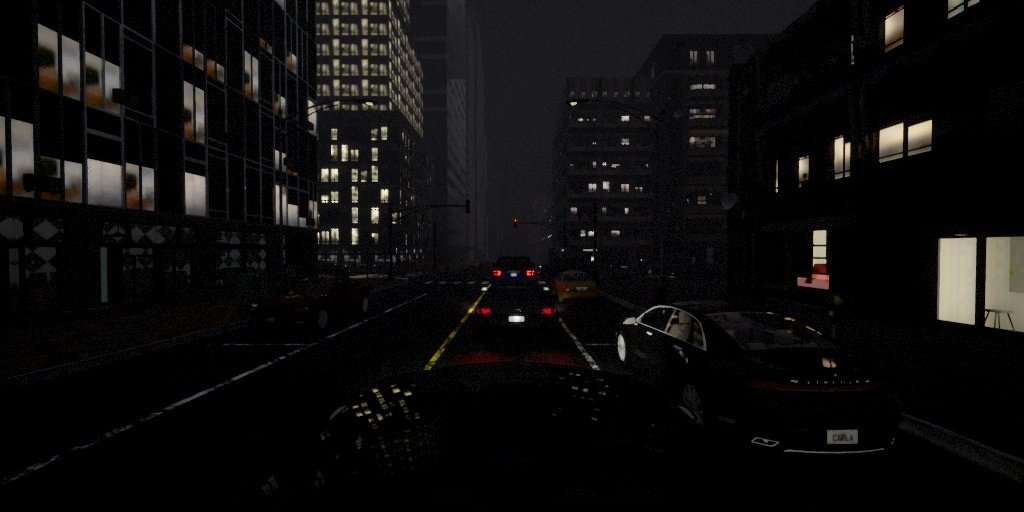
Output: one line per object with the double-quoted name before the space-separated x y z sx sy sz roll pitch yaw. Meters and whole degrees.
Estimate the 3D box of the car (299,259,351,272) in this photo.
"car" -17.870 1.154 34.321 4.674 1.442 1.812 1 1 2

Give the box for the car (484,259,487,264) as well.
"car" -5.713 1.304 60.123 1.948 1.339 4.313 0 0 0

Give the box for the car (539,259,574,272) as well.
"car" 4.216 1.109 35.786 4.553 1.767 2.097 1 0 -18

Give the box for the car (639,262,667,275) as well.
"car" 16.294 1.373 39.661 4.403 1.370 2.007 0 0 1

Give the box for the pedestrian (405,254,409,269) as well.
"pedestrian" -12.564 0.670 42.984 0.375 1.860 0.375 0 0 1

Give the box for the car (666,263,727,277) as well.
"car" 19.276 1.438 37.022 5.357 1.411 2.033 1 1 1

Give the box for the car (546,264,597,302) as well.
"car" 2.813 1.271 16.687 1.751 1.417 4.829 0 0 0

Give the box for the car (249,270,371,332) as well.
"car" -5.825 1.292 10.927 1.888 1.381 4.507 0 0 0

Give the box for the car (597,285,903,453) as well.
"car" 2.817 1.299 5.228 2.007 1.370 4.403 0 0 0

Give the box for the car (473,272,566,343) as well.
"car" 0.095 1.312 9.652 1.994 1.385 4.181 0 0 0

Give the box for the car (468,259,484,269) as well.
"car" -5.710 1.264 54.299 1.751 1.417 4.829 0 0 0

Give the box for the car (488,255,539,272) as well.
"car" 0.087 0.967 19.459 2.150 2.045 5.566 0 0 0
